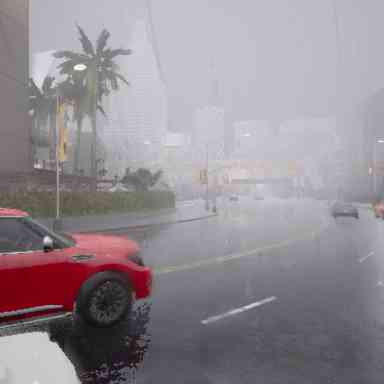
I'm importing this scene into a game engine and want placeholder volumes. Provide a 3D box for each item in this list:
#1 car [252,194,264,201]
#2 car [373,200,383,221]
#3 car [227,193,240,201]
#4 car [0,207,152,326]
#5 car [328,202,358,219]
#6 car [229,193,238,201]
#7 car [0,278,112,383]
[{"bbox_3d":[16.922,1.418,83.509,1.882,1.535,5.008,0,0,7],"label":"car"},{"bbox_3d":[16.198,1.338,26.905,2.097,1.767,4.553,0,0,19],"label":"car"},{"bbox_3d":[10.165,1.419,80.938,2.097,1.535,5.008,0,0,7],"label":"car"},{"bbox_3d":[-3.413,1.216,5.302,5.566,2.045,2.150,0,0,-34],"label":"car"},{"bbox_3d":[13.325,1.547,29.488,1.994,1.385,4.181,0,0,16],"label":"car"},{"bbox_3d":[10.797,1.289,87.333,2.185,1.767,4.553,0,0,7],"label":"car"},{"bbox_3d":[-2.853,1.598,1.508,4.718,1.301,1.895,0,0,-32],"label":"car"}]
